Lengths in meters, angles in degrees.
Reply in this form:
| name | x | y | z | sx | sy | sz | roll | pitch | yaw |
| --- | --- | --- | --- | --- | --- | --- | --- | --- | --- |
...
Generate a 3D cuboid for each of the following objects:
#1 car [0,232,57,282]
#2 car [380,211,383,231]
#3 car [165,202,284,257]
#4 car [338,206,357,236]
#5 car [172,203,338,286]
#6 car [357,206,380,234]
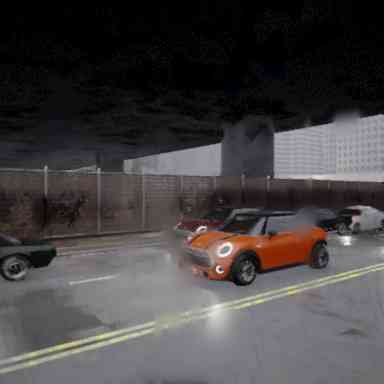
| name | x | y | z | sx | sy | sz | roll | pitch | yaw |
| --- | --- | --- | --- | --- | --- | --- | --- | --- | --- |
| car | -6.039 | 1.600 | 8.281 | 4.718 | 1.301 | 1.895 | 0 | 0 | -35 |
| car | 11.722 | 1.373 | 16.592 | 4.553 | 1.767 | 2.097 | 0 | 0 | -35 |
| car | 1.418 | 1.362 | 13.583 | 4.553 | 1.767 | 2.097 | 0 | 0 | -35 |
| car | 5.979 | 1.553 | 16.713 | 4.718 | 1.301 | 1.895 | -4 | 3 | -35 |
| car | 1.858 | 1.359 | 9.570 | 4.553 | 1.767 | 2.097 | 0 | 0 | -35 |
| car | 9.582 | 1.574 | 19.367 | 4.674 | 1.442 | 1.812 | -2 | 1 | -35 |
